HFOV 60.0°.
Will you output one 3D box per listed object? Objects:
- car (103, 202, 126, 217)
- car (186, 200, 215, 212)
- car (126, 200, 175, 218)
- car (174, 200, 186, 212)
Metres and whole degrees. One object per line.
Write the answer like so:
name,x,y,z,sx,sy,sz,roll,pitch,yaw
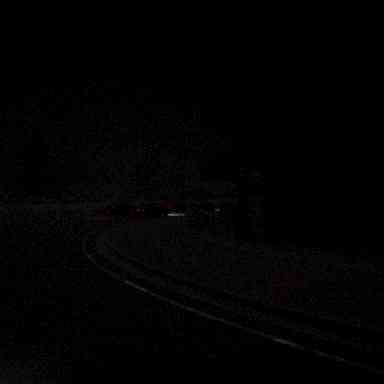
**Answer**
car,-7.354,1.775,35.291,1.882,1.535,5.008,0,0,23
car,1.506,1.879,45.890,1.882,1.535,5.008,0,-1,28
car,-4.150,1.842,34.389,2.033,1.411,5.357,0,-1,25
car,-2.418,1.874,45.913,1.882,1.535,5.008,0,-1,26
